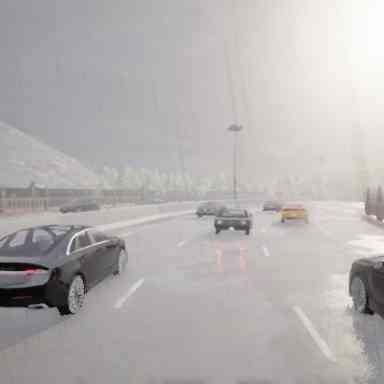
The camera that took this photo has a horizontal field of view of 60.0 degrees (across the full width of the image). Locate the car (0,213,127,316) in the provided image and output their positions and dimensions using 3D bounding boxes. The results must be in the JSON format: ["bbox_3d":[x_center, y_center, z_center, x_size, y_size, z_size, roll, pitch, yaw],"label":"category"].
[{"bbox_3d":[-2.882,1.476,7.518,2.128,1.511,4.902,0,0,5],"label":"car"}]

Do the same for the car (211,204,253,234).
[{"bbox_3d":[2.537,1.607,19.342,1.895,1.301,4.718,0,0,13],"label":"car"}]

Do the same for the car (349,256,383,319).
[{"bbox_3d":[3.898,1.508,4.642,2.128,1.511,4.902,0,0,4],"label":"car"}]

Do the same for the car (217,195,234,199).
[{"bbox_3d":[4.093,1.552,51.151,2.033,1.411,5.357,0,0,32],"label":"car"}]

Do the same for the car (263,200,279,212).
[{"bbox_3d":[9.804,1.597,39.310,1.994,1.385,4.181,0,0,26],"label":"car"}]

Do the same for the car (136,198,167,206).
[{"bbox_3d":[-4.896,1.514,41.457,2.033,1.411,5.357,0,0,24],"label":"car"}]

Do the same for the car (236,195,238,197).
[{"bbox_3d":[8.361,1.158,70.616,1.812,1.442,4.674,0,0,33],"label":"car"}]

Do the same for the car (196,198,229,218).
[{"bbox_3d":[1.914,1.548,29.830,2.033,1.411,5.357,0,0,19],"label":"car"}]

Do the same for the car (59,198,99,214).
[{"bbox_3d":[-11.488,1.444,34.212,1.837,1.490,4.892,0,0,20],"label":"car"}]

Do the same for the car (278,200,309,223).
[{"bbox_3d":[8.142,1.507,26.281,1.882,1.535,5.008,0,0,18],"label":"car"}]
